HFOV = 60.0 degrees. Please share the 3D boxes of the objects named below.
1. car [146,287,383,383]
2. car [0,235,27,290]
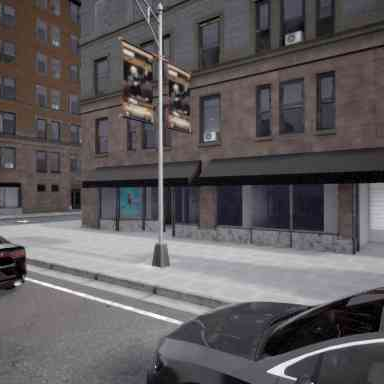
[{"bbox_3d":[1.823,1.505,2.387,4.892,1.490,1.837,0,0,35],"label":"car"},{"bbox_3d":[-5.913,1.478,7.879,5.008,1.535,1.882,0,0,35],"label":"car"}]
